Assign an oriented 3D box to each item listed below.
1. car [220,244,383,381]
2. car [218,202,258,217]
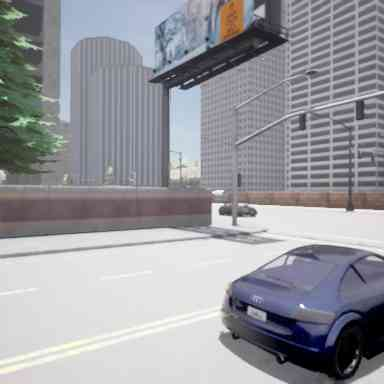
[{"bbox_3d":[2.497,1.595,5.567,4.181,1.385,1.994,0,0,-35],"label":"car"},{"bbox_3d":[4.443,1.698,32.600,1.994,1.385,4.181,0,0,-35],"label":"car"}]
